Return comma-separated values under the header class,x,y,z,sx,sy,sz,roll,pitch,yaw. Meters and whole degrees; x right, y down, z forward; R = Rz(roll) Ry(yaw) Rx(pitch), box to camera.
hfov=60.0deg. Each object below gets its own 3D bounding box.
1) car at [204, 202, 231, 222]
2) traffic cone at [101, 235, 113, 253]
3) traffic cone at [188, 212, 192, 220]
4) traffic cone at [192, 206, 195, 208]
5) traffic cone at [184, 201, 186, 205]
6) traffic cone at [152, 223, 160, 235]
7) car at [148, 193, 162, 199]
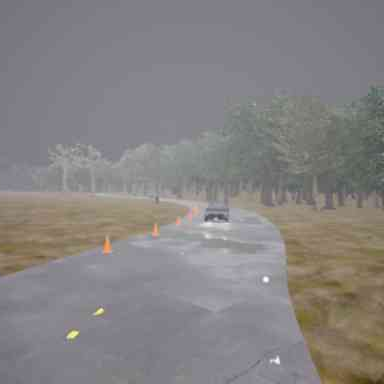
class,x,y,z,sx,sy,sz,roll,pitch,yaw
car,2.069,1.507,26.012,2.033,1.411,5.357,1,0,8
traffic cone,-3.051,1.863,12.033,0.340,0.580,0.340,1,0,16
traffic cone,-0.130,1.882,26.301,0.340,0.580,0.340,1,0,7
traffic cone,0.343,1.882,31.137,0.340,0.580,0.340,1,0,4
traffic cone,-1.074,1.796,55.322,0.340,0.580,0.340,1,0,-11
traffic cone,-1.830,1.870,16.736,0.340,0.580,0.340,1,0,13
car,-9.080,0.991,82.283,2.128,1.511,4.902,1,0,-34
